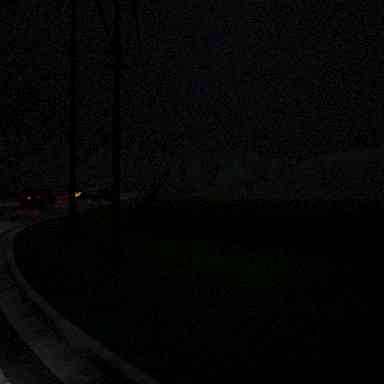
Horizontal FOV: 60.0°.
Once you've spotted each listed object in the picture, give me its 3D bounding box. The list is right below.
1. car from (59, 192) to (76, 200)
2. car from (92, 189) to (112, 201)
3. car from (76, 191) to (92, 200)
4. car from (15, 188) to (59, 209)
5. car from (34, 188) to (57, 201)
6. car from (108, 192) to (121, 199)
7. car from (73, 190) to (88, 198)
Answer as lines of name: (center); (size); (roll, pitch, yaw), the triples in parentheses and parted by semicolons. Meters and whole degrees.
car: (-22.503, 0.809, 59.811); (1.895, 1.301, 4.718); (1, 1, -5)
car: (-15.158, 0.532, 57.311); (2.150, 2.045, 5.566); (1, 0, -5)
car: (-19.052, 0.590, 60.612); (2.097, 1.767, 4.553); (1, 0, -5)
car: (-16.891, 0.700, 36.669); (2.150, 2.045, 5.566); (1, 0, -5)
car: (-25.959, 0.397, 59.209); (2.150, 2.045, 5.566); (1, 1, -5)
car: (-16.377, 0.735, 70.284); (1.994, 1.385, 4.181); (1, 1, -5)
car: (-23.356, 0.419, 69.744); (1.882, 1.535, 5.008); (1, 1, -5)
